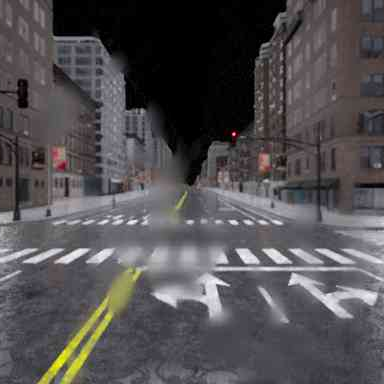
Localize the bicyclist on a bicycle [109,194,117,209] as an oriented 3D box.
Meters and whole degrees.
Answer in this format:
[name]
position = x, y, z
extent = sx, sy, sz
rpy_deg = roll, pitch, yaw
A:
[bicyclist on a bicycle]
position = -8.829, 1.052, 37.411
extent = 0.866, 1.612, 1.509
rpy_deg = 0, 1, 0
